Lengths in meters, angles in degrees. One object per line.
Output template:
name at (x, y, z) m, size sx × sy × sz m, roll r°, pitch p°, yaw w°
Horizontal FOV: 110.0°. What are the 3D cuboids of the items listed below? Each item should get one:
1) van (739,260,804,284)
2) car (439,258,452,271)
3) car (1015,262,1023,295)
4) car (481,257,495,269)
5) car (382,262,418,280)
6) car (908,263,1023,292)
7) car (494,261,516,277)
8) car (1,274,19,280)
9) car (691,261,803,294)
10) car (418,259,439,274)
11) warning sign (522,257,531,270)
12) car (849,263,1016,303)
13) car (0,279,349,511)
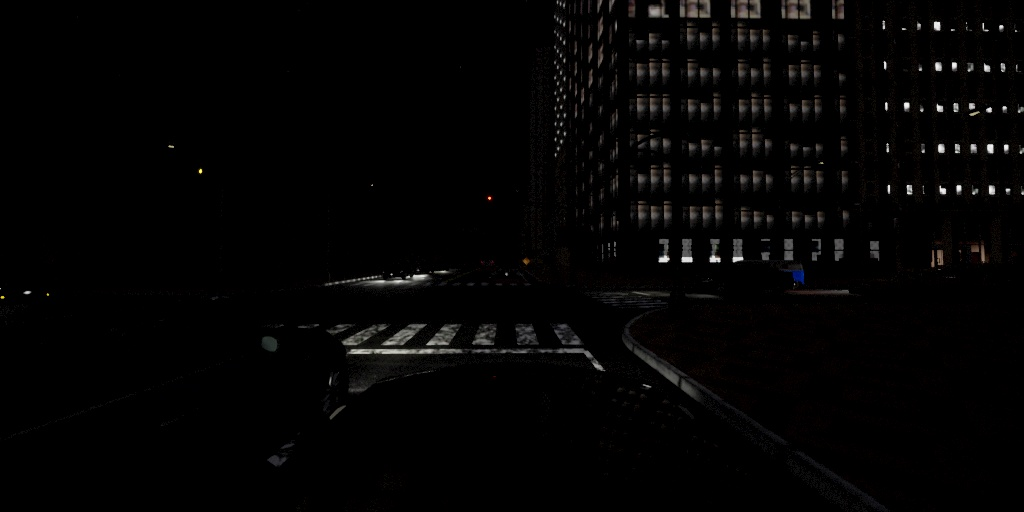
van at (15.633, 1.123, 22.089) m, size 3.998 × 1.789 × 1.690 m, roll 0°, pitch 0°, yaw -2°
car at (-10.642, 1.249, 52.816) m, size 2.097 × 1.767 × 4.553 m, roll 0°, pitch 0°, yaw -1°
car at (21.553, 0.961, 14.230) m, size 4.097 × 1.591 × 1.967 m, roll 0°, pitch 0°, yaw -2°
car at (-4.201, 1.173, 62.257) m, size 2.150 × 2.045 × 5.566 m, roll 0°, pitch 0°, yaw -1°
car at (-10.346, 1.319, 32.905) m, size 1.837 × 1.490 × 4.892 m, roll 0°, pitch 0°, yaw -3°
car at (25.427, 1.149, 19.775) m, size 4.902 × 1.511 × 2.128 m, roll 0°, pitch -2°, yaw -2°
car at (-0.510, 1.426, 36.294) m, size 1.895 × 1.301 × 4.718 m, roll 0°, pitch 0°, yaw 0°
car at (-22.716, 1.394, 15.281) m, size 4.181 × 1.385 × 1.994 m, roll 0°, pitch -2°, yaw -2°
car at (12.368, 1.202, 19.414) m, size 5.008 × 1.535 × 1.882 m, roll 0°, pitch -2°, yaw 0°
car at (-10.483, 1.340, 42.366) m, size 2.128 × 1.511 × 4.902 m, roll 0°, pitch 0°, yaw -1°
warning sign at (2.082, 1.001, 50.817) m, size 1.300 × 1.860 × 1.060 m, roll 0°, pitch 0°, yaw -1°
car at (16.140, 1.075, 14.078) m, size 4.829 × 1.417 × 1.751 m, roll 0°, pitch 0°, yaw -2°
car at (-3.156, 1.103, 2.860) m, size 2.097 × 1.767 × 4.553 m, roll 0°, pitch 0°, yaw -1°
